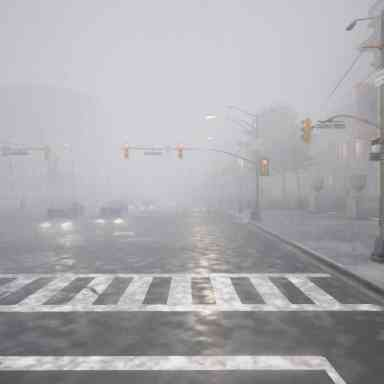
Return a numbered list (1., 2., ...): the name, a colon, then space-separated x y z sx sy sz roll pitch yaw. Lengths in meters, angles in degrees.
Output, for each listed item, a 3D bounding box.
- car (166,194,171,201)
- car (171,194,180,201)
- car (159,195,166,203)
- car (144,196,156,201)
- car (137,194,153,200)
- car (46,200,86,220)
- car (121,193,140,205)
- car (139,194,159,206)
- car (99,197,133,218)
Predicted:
1. car: -7.713 1.595 85.813 1.895 1.301 4.718 0 0 -25
2. car: -5.062 1.355 88.302 2.097 1.767 4.553 0 0 -29
3. car: -7.181 1.478 69.126 1.882 1.535 5.008 0 0 0
4. car: -10.448 1.594 83.348 1.895 1.301 4.718 0 0 -21
5. car: -13.276 1.427 94.429 1.882 1.535 5.008 0 0 -43
6. car: -10.647 1.477 28.401 1.882 1.535 5.008 0 0 0
7. car: -10.691 1.215 56.136 2.150 2.045 5.566 0 1 0
8. car: -7.192 1.478 55.614 1.882 1.535 5.008 0 0 0
9. car: -7.151 1.477 30.848 1.882 1.535 5.008 0 0 0
